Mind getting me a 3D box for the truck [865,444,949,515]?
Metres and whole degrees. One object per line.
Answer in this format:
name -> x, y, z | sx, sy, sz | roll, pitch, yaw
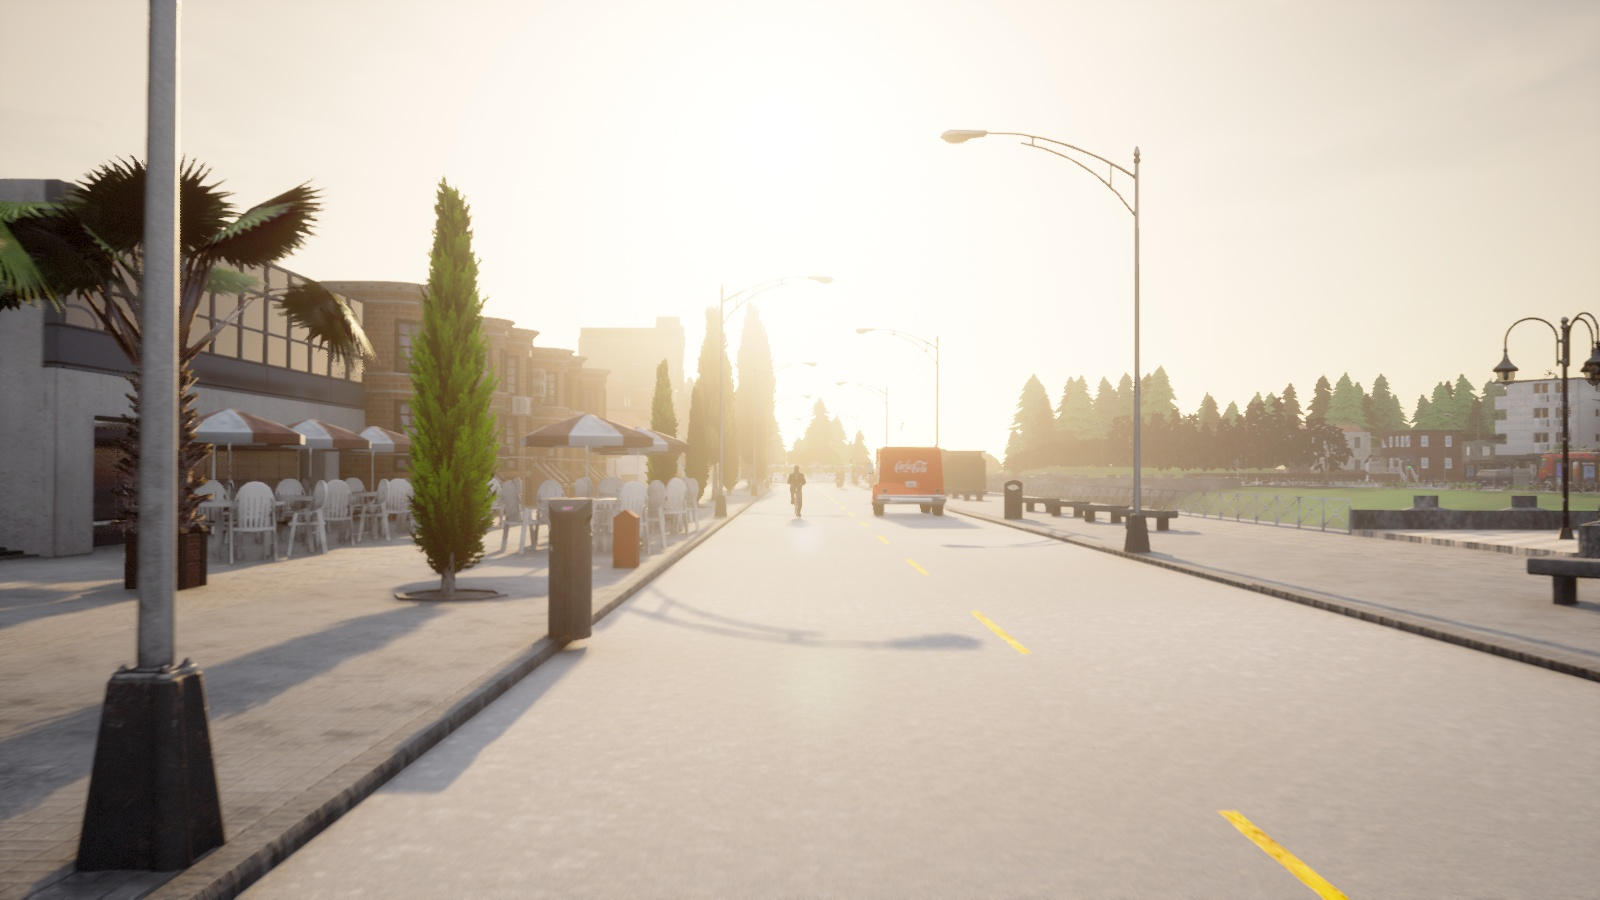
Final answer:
truck -> 3.876, 1.090, 46.455 | 2.627, 2.467, 5.204 | 0, -1, 0
